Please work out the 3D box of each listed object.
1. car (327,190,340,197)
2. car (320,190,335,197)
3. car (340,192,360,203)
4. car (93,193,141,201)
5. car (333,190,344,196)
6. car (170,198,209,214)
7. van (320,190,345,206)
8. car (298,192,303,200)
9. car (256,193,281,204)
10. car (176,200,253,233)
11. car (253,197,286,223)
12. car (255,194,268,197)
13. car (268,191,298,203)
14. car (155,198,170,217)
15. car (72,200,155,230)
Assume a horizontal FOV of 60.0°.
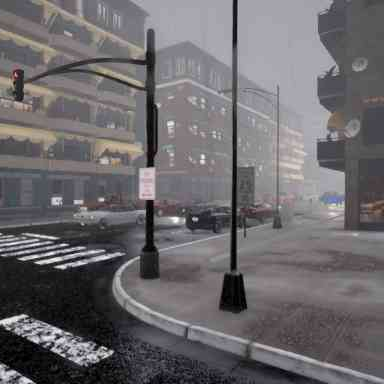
[{"bbox_3d":[32.973,0.335,77.532,1.802,1.307,4.206,2,2,35],"label":"car"},{"bbox_3d":[29.769,0.378,72.976,1.887,1.381,4.507,2,2,35],"label":"car"},{"bbox_3d":[23.782,0.763,49.897,1.887,1.381,4.507,2,2,35],"label":"car"},{"bbox_3d":[-5.480,1.031,22.850,2.192,1.841,5.009,2,2,35],"label":"car"},{"bbox_3d":[36.178,0.255,82.089,1.802,1.307,4.206,2,2,35],"label":"car"},{"bbox_3d":[0.484,1.203,26.873,1.994,1.385,4.181,1,1,34],"label":"car"},{"bbox_3d":[17.375,0.721,40.780,1.690,1.788,3.998,2,2,35],"label":"van"},{"bbox_3d":[16.950,0.719,54.750,1.947,1.339,4.313,2,2,35],"label":"car"},{"bbox_3d":[10.541,0.880,45.638,1.947,1.339,4.313,2,2,35],"label":"car"},{"bbox_3d":[1.349,1.348,18.003,1.947,1.339,4.313,2,2,35],"label":"car"},{"bbox_3d":[4.553,1.283,22.560,1.802,1.307,4.206,2,2,35],"label":"car"},{"bbox_3d":[5.736,1.012,34.309,1.837,1.490,4.892,1,1,35],"label":"car"},{"bbox_3d":[11.440,0.717,42.371,2.097,1.767,4.553,1,1,36],"label":"car"},{"bbox_3d":[-2.278,1.180,27.412,1.887,1.381,4.507,2,2,35],"label":"car"},{"bbox_3d":[-4.609,1.368,19.607,1.895,1.301,4.718,1,1,35],"label":"car"}]
